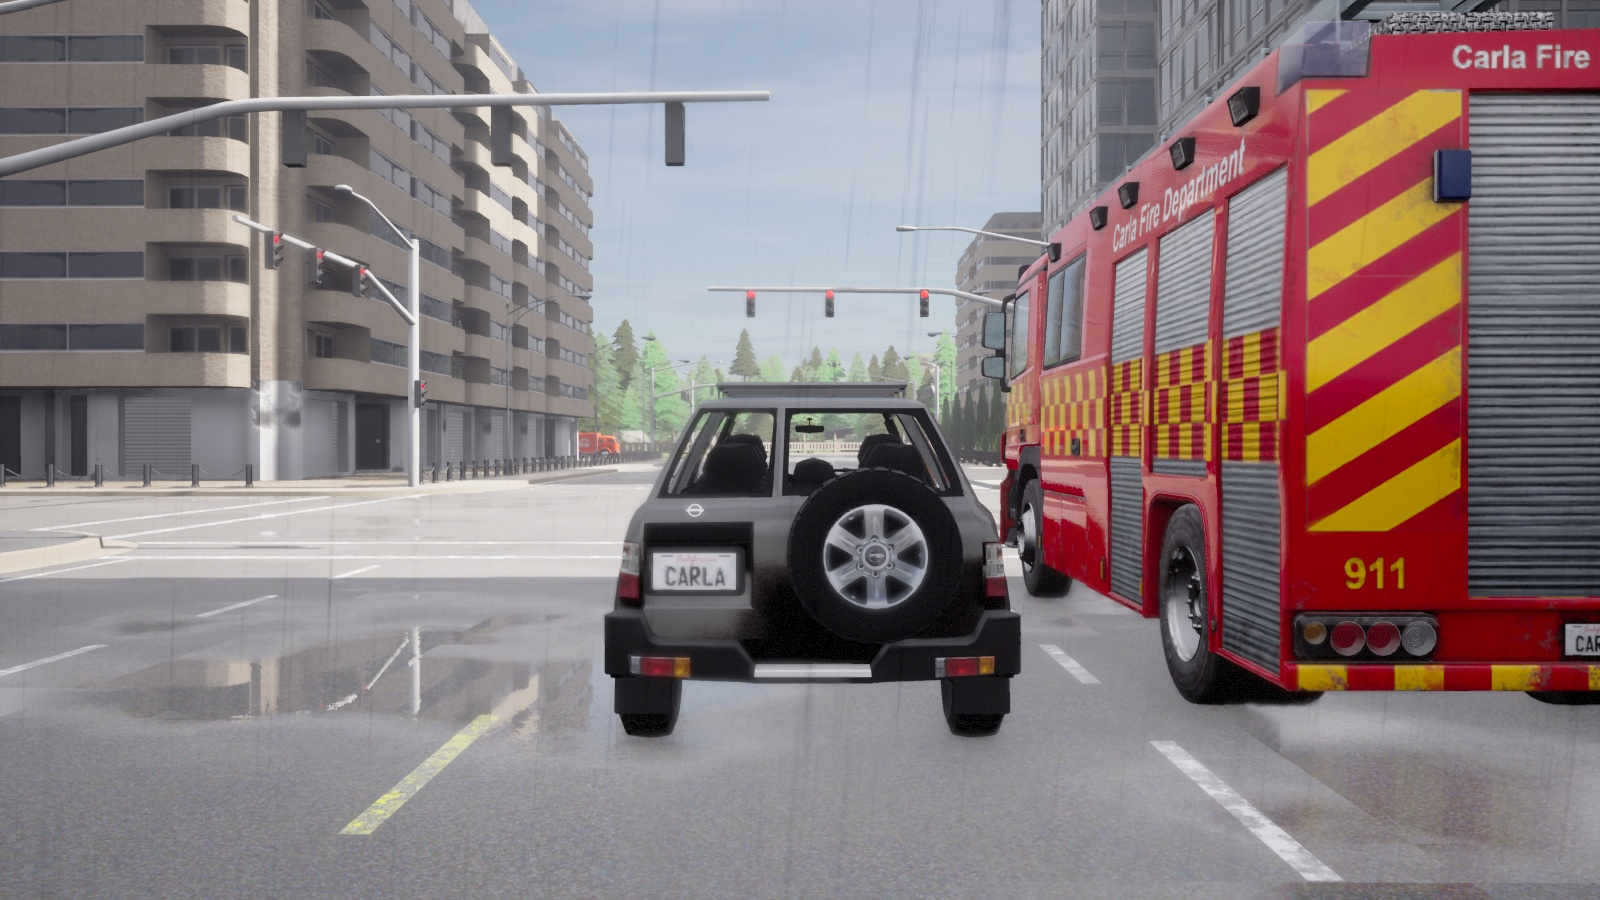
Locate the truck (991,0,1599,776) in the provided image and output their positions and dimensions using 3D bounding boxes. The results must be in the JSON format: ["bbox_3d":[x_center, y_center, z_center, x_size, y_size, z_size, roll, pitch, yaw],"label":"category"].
[{"bbox_3d":[3.573,-0.471,9.880,2.891,3.827,8.468,0,0,0],"label":"truck"}]

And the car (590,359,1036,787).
[{"bbox_3d":[0.061,0.520,7.741,1.932,1.855,4.605,0,0,0],"label":"car"}]
